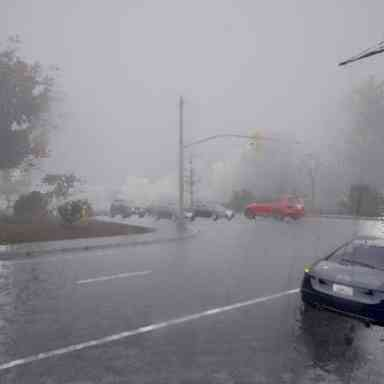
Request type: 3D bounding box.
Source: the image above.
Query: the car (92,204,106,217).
[{"bbox_3d":[-12.553,2.407,44.106,2.097,1.767,4.553,0,-3,-33],"label":"car"}]

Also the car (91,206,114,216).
[{"bbox_3d":[-14.407,3.062,53.387,2.033,1.411,5.357,0,-3,-33],"label":"car"}]

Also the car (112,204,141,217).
[{"bbox_3d":[-8.914,2.489,44.936,2.128,1.511,4.902,0,-3,-33],"label":"car"}]

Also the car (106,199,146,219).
[{"bbox_3d":[-6.957,1.764,35.554,2.150,2.045,5.566,0,-3,-33],"label":"car"}]

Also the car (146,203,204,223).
[{"bbox_3d":[-1.511,1.679,27.246,2.128,1.511,4.902,0,-2,-33],"label":"car"}]

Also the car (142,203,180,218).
[{"bbox_3d":[-3.500,1.998,36.666,2.128,1.511,4.902,0,-3,-33],"label":"car"}]

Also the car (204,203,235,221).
[{"bbox_3d":[1.642,1.677,28.805,2.128,1.511,4.902,0,-1,-35],"label":"car"}]

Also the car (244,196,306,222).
[{"bbox_3d":[6.754,1.334,27.543,2.150,2.045,5.566,0,-1,-31],"label":"car"}]

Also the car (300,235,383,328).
[{"bbox_3d":[4.064,1.580,6.724,4.181,1.385,1.994,0,0,-38],"label":"car"}]
